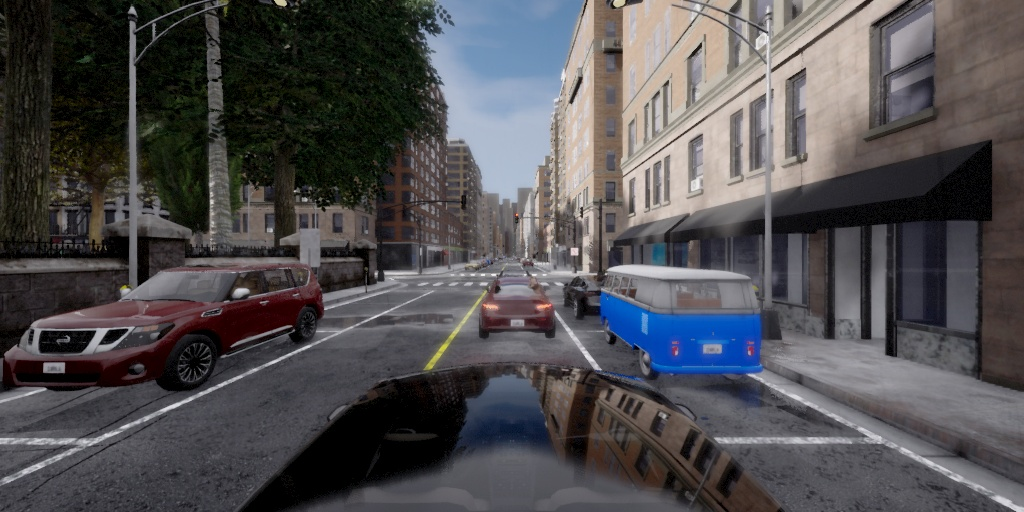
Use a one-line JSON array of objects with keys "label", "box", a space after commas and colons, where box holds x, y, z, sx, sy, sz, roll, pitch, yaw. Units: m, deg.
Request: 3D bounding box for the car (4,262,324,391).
[{"label": "car", "box": [-5.656, 1.064, 6.948, 2.192, 1.841, 5.009, 0, 0, 0]}]

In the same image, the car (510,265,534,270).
[{"label": "car", "box": [0.116, 1.345, 18.831, 1.895, 1.301, 4.718, 0, 0, -1]}]

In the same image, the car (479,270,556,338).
[{"label": "car", "box": [0.125, 1.274, 10.009, 1.812, 1.442, 4.674, 0, 0, 0]}]

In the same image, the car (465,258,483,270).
[{"label": "car", "box": [-5.552, 1.248, 50.467, 1.751, 1.417, 4.829, 0, 0, 0]}]

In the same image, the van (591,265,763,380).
[{"label": "van", "box": [2.869, 1.090, 6.968, 1.690, 1.789, 3.998, 0, 0, 0]}]

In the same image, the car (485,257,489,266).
[{"label": "car", "box": [-5.525, 1.265, 61.538, 1.888, 1.381, 4.507, 0, 0, 0]}]

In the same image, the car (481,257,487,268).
[{"label": "car", "box": [-5.538, 1.272, 56.087, 2.007, 1.370, 4.403, 0, 0, 0]}]

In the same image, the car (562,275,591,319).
[{"label": "car", "box": [2.883, 1.313, 12.628, 1.948, 1.339, 4.313, 0, 0, 0]}]
